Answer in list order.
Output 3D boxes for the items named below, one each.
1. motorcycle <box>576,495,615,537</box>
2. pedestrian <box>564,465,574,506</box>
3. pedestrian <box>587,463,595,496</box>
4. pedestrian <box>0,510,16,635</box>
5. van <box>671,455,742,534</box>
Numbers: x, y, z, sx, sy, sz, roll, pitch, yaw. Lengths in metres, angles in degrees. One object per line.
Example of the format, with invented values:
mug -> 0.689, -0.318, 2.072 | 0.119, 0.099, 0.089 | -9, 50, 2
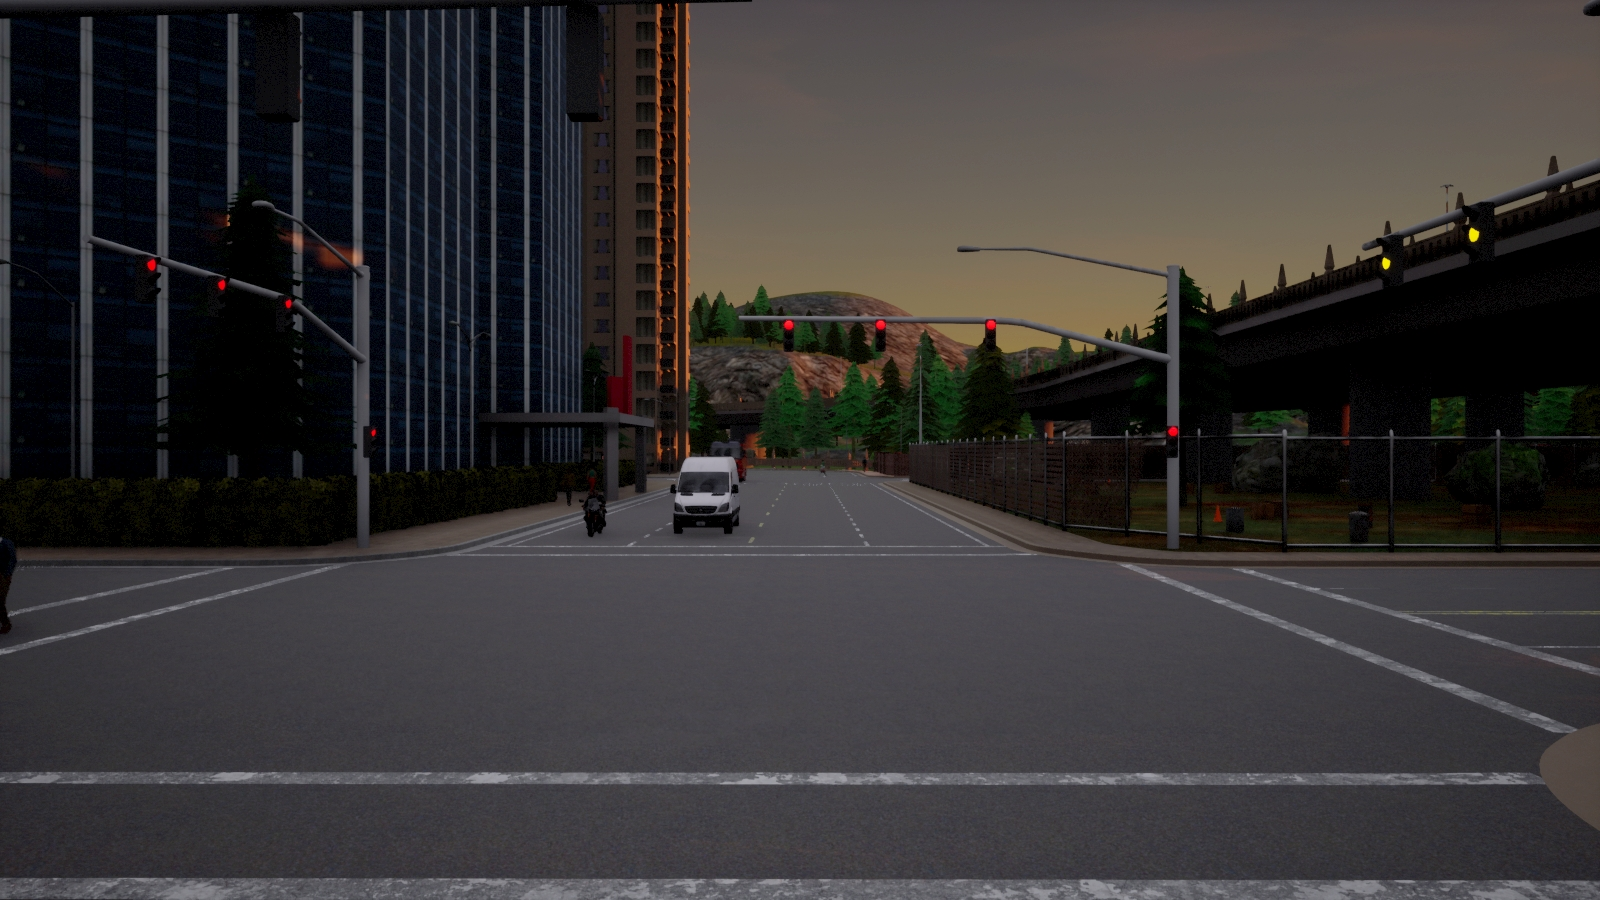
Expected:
motorcycle -> -6.735, 2.150, 37.693 | 0.867, 1.251, 2.209 | 0, 0, 0
pedestrian -> -10.629, 1.642, 52.653 | 0.375, 1.860, 0.375 | 0, 0, 2
pedestrian -> -11.662, 1.641, 63.833 | 0.375, 1.860, 0.375 | 0, 0, 1
pedestrian -> -12.205, 1.848, 17.338 | 0.375, 1.860, 0.375 | 0, 0, -8
van -> -3.226, 1.479, 40.346 | 1.988, 2.561, 5.915 | 0, 0, 0
